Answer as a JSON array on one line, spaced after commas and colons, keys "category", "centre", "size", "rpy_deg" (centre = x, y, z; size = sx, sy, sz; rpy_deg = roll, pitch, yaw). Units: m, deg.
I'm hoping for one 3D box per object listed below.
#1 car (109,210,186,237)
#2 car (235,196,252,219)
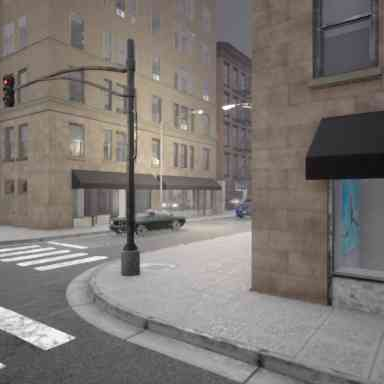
[{"category": "car", "centre": [-2.426, 1.695, 18.972], "size": [1.895, 1.301, 4.718], "rpy_deg": [0, 0, 35]}, {"category": "car", "centre": [6.140, 1.402, 31.022], "size": [2.150, 2.045, 5.566], "rpy_deg": [0, 0, 36]}]
